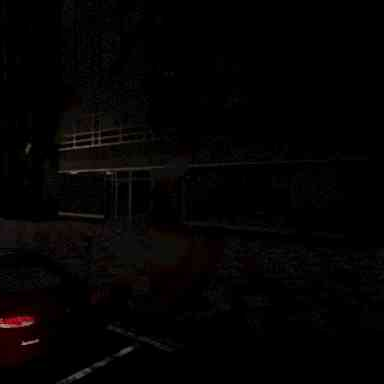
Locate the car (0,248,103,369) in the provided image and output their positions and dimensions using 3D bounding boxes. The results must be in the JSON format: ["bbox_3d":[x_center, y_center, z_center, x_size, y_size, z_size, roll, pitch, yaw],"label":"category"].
[{"bbox_3d":[-3.151,1.553,5.224,4.206,1.307,1.802,0,0,36],"label":"car"}]

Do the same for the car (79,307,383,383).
[{"bbox_3d":[1.429,1.583,1.938,4.206,1.307,1.802,0,0,36],"label":"car"}]
